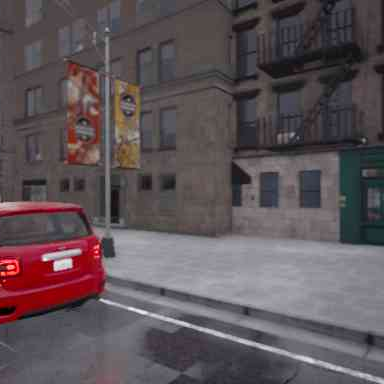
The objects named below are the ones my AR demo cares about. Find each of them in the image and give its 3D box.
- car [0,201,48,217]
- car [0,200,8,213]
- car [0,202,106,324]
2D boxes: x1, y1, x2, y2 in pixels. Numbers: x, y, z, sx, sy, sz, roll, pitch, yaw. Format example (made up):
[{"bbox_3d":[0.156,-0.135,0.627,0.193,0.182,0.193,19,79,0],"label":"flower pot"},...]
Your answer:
[{"bbox_3d":[-15.885,1.549,31.021,1.802,1.307,4.206,0,0,35],"label":"car"},{"bbox_3d":[-22.422,1.581,35.676,1.947,1.339,4.313,0,0,35],"label":"car"},{"bbox_3d":[-4.112,1.217,6.610,5.566,2.045,2.150,-1,0,36],"label":"car"}]
